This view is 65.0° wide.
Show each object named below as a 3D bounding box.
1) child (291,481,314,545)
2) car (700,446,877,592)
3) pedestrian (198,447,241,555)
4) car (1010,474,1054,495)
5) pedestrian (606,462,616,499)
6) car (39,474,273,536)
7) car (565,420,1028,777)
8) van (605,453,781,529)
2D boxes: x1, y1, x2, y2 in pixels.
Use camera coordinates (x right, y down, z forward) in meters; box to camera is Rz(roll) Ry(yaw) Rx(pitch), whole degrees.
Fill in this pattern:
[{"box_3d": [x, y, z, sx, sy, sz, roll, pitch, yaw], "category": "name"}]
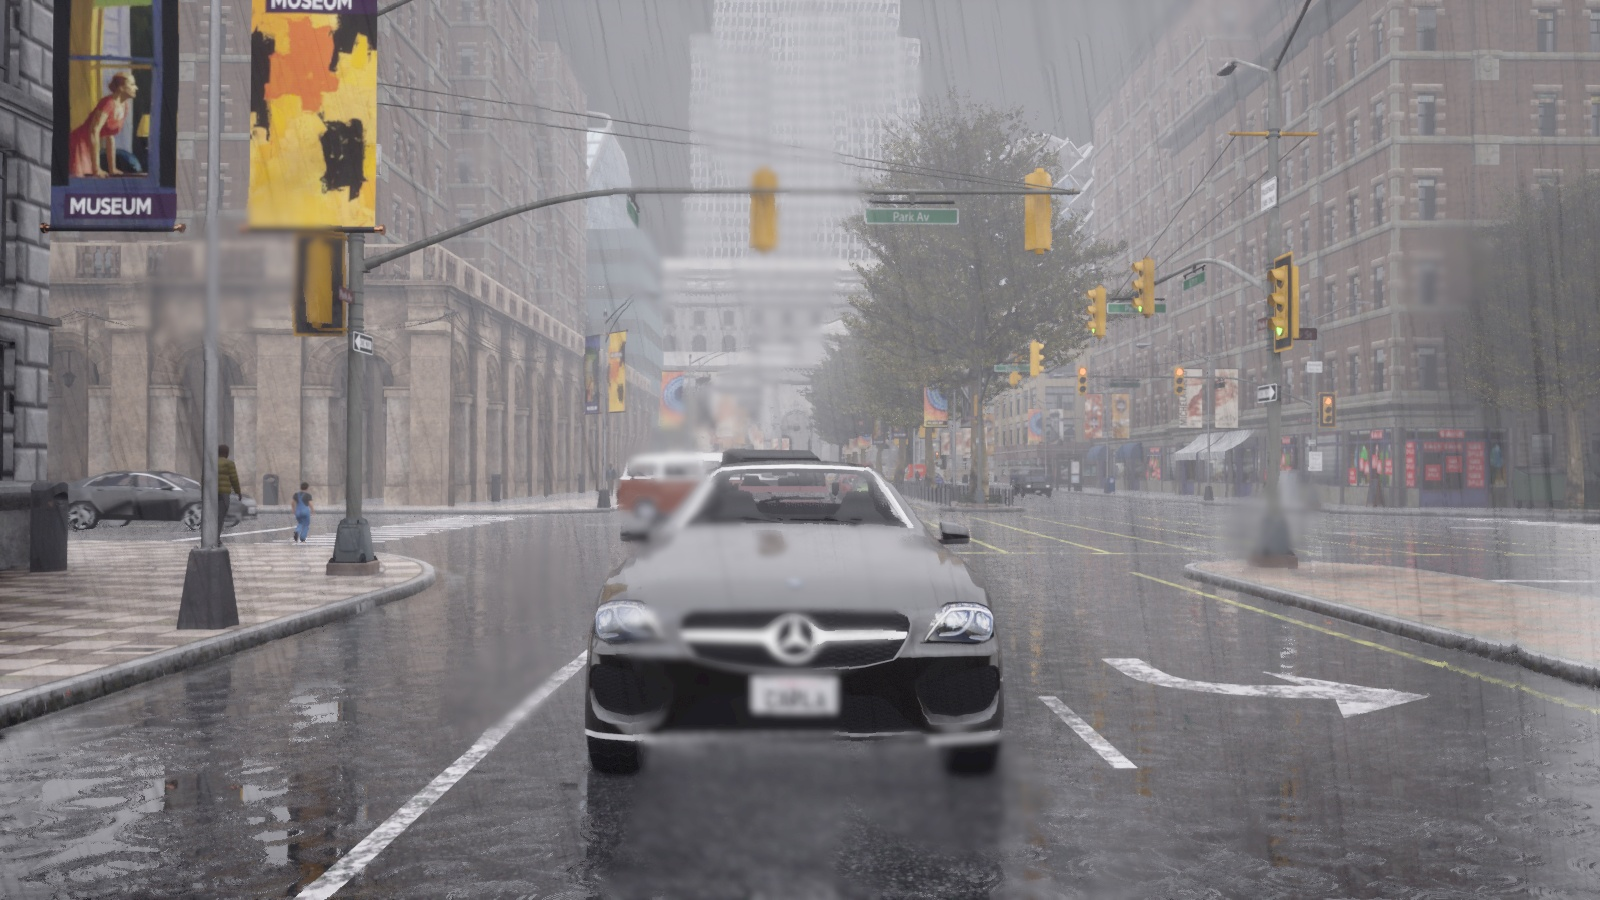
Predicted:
[{"box_3d": [-9.963, 1.257, 25.155, 0.270, 1.263, 0.437, 0, -1, 3], "category": "child"}, {"box_3d": [-0.294, 0.918, 18.273, 1.905, 1.878, 3.866, 0, -1, -11], "category": "car"}, {"box_3d": [-9.996, 0.874, 21.635, 0.370, 1.835, 0.726, 0, -1, 3], "category": "pedestrian"}, {"box_3d": [14.776, 2.199, 80.174, 1.895, 1.301, 4.718, 0, -1, 0], "category": "car"}, {"box_3d": [-10.224, 1.648, 67.818, 0.423, 1.949, 0.788, 0, -1, 0], "category": "pedestrian"}, {"box_3d": [-16.452, 1.377, 32.269, 4.902, 1.511, 2.128, 0, -1, -1], "category": "car"}, {"box_3d": [-0.025, 0.733, 8.363, 2.152, 1.651, 5.027, 0, -1, 0], "category": "car"}, {"box_3d": [-2.975, 1.142, 35.328, 4.480, 2.038, 2.069, -1, -1, 16], "category": "van"}]
